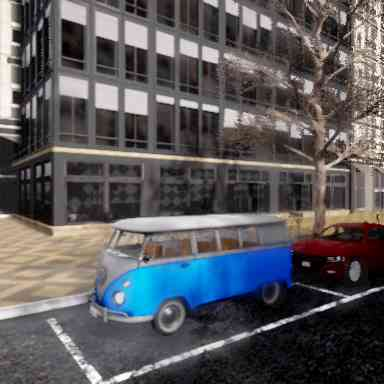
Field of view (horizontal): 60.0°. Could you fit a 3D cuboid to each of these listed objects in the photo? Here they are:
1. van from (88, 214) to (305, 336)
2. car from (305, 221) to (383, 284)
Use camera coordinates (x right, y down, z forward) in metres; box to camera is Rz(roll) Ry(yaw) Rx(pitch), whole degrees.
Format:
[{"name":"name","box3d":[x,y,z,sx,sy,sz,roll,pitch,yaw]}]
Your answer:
[{"name":"van","box3d":[0.179,1.348,6.411,3.998,1.788,1.690,0,0,-36]},{"name":"car","box3d":[4.683,1.560,9.647,4.507,1.381,1.887,0,0,-36]}]
